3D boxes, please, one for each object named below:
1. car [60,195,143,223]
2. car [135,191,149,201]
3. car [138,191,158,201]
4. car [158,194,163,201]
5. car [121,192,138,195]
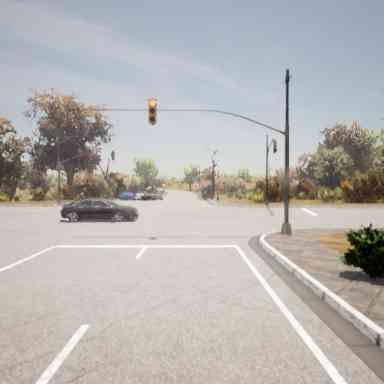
[{"bbox_3d":[-5.916,1.169,21.445,4.892,1.490,1.837,0,1,3],"label":"car"},{"bbox_3d":[-10.682,0.863,70.878,2.150,2.045,5.566,0,-1,0],"label":"car"},{"bbox_3d":[-7.227,0.843,54.751,1.895,1.301,4.718,0,-1,0],"label":"car"},{"bbox_3d":[-7.179,1.162,69.775,1.994,1.385,4.181,0,-1,0],"label":"car"},{"bbox_3d":[-10.725,0.733,55.383,1.882,1.535,5.008,0,-1,0],"label":"car"}]
